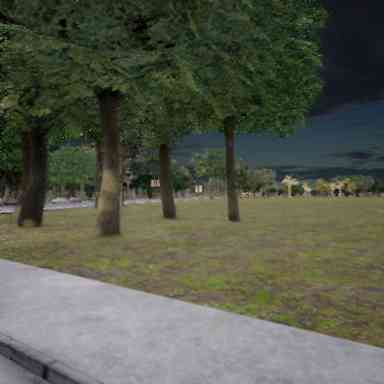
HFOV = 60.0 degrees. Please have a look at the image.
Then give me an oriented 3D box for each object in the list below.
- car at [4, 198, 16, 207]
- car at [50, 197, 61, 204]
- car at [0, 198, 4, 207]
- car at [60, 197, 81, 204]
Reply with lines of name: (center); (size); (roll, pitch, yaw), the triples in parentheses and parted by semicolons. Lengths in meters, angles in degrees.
car: (-29.610, 1.801, 58.108); (1.882, 1.535, 5.008); (0, 0, 13)
car: (-29.456, 1.943, 73.703); (1.812, 1.442, 4.674); (0, 0, 13)
car: (-32.817, 1.855, 58.611); (2.128, 1.511, 4.902); (0, 0, 13)
car: (-26.233, 1.916, 73.226); (1.812, 1.442, 4.674); (0, 0, 13)
